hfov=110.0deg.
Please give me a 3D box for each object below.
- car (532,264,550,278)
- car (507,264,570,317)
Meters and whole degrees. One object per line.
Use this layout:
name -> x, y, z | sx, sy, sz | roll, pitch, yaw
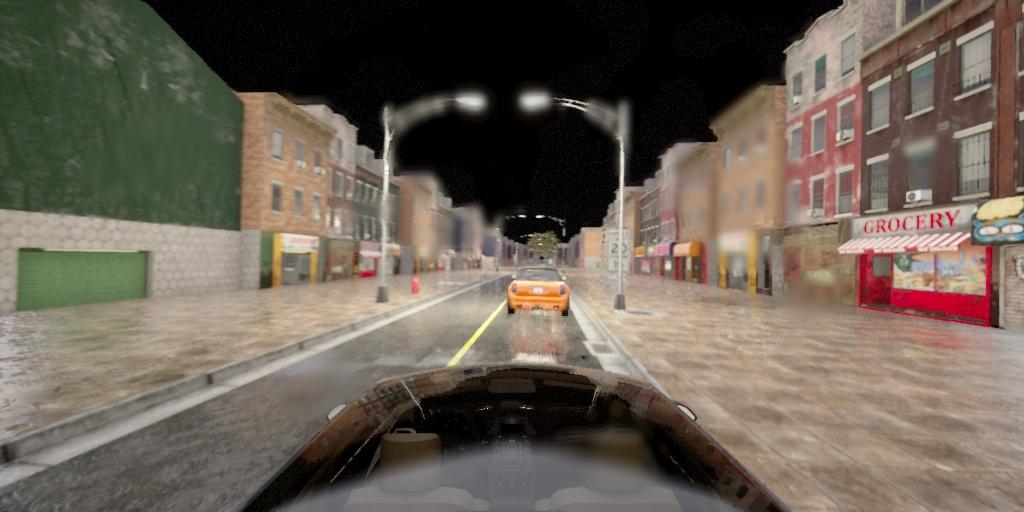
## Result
car -> 3.221, 1.638, 39.957 | 1.812, 1.442, 4.674 | 1, -1, 5
car -> 1.029, 1.159, 13.783 | 2.097, 1.767, 4.553 | 1, 0, 5
